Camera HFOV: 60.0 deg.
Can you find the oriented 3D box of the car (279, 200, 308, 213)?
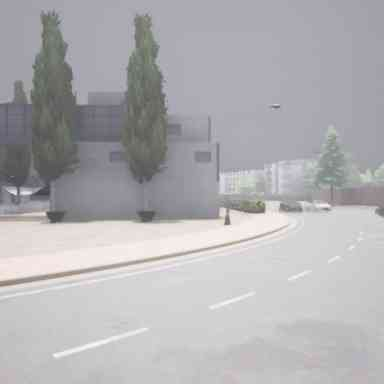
[{"bbox_3d":[12.033,1.726,40.536,1.837,1.490,4.892,0,0,-1],"label":"car"}]

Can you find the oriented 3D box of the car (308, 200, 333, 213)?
[{"bbox_3d":[15.522,1.736,40.929,1.812,1.442,4.674,0,0,-1],"label":"car"}]

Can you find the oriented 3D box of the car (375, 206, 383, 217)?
[{"bbox_3d":[18.779,1.676,30.630,2.033,1.411,5.357,0,0,8],"label":"car"}]
